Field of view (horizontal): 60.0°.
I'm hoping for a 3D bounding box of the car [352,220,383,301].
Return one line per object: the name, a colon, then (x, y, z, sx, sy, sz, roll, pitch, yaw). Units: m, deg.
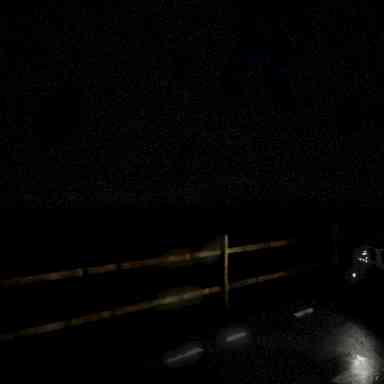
car: (5.734, 1.170, 7.095, 5.566, 2.045, 2.150, 0, 0, -35)
